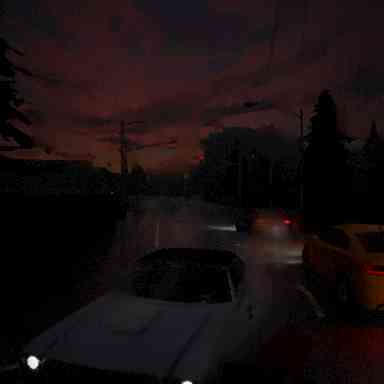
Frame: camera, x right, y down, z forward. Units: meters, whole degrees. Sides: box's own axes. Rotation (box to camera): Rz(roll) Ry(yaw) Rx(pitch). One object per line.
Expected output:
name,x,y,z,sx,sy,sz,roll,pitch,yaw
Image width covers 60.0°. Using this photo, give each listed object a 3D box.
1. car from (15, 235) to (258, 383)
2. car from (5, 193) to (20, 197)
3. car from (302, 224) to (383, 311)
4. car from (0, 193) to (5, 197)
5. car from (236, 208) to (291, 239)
car,-0.150,1.601,4.828,1.895,1.301,4.718,0,0,16
car,-38.337,1.097,72.949,1.932,1.855,4.605,0,0,-5
car,4.003,1.478,7.765,1.882,1.535,5.008,0,0,6
car,-41.194,1.077,72.277,1.905,1.878,3.866,0,0,-5
car,3.552,1.526,17.079,1.812,1.442,4.674,0,0,-5
